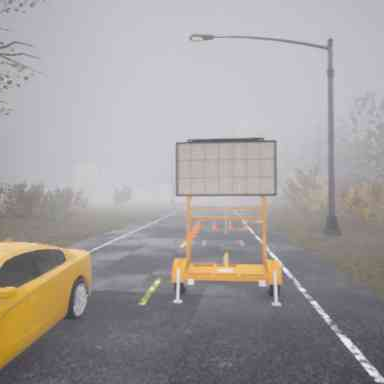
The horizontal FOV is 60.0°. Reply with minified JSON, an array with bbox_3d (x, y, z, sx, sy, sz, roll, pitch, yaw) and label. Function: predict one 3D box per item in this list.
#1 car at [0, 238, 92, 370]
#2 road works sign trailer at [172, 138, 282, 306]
[{"bbox_3d":[-3.070,1.521,4.654,1.882,1.535,5.008,0,0,5],"label":"car"},{"bbox_3d":[0.832,0.501,8.167,2.380,3.560,2.880,0,0,6],"label":"road works sign trailer"}]
